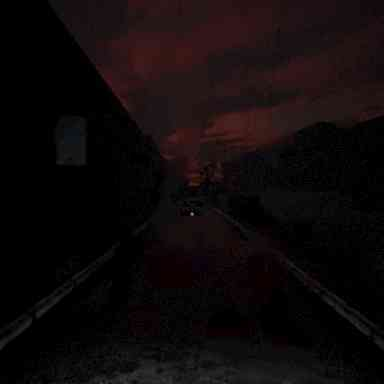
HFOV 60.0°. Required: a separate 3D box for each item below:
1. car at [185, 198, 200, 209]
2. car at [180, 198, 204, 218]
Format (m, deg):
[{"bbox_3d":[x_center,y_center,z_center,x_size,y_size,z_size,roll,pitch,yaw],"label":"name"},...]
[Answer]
[{"bbox_3d":[0.078,1.505,44.530,1.812,1.442,4.674,0,-1,0],"label":"car"},{"bbox_3d":[0.037,1.425,27.711,1.895,1.301,4.718,0,0,1],"label":"car"}]
